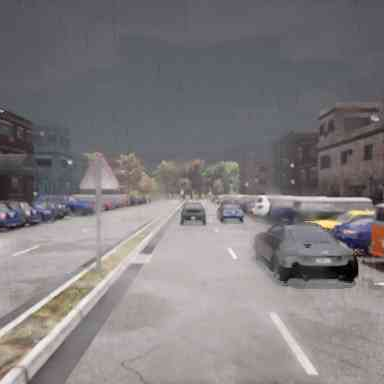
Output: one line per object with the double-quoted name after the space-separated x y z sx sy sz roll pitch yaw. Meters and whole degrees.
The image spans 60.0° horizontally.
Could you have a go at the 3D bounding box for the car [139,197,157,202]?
-12.519 2.146 94.194 4.792 1.488 2.163 0 0 0 "car"

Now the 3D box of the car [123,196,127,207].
-12.563 1.731 49.721 4.674 1.452 2.002 0 -1 0 "car"

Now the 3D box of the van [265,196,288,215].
7.747 1.322 23.426 4.442 1.987 1.878 0 0 0 "van"

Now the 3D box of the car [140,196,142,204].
-12.557 1.863 63.676 4.674 1.452 2.002 0 -1 0 "car"

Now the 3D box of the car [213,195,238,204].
7.639 1.703 75.812 5.566 2.045 2.435 0 -1 0 "car"

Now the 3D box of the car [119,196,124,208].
-12.537 1.699 47.067 4.792 1.488 2.163 0 0 0 "car"

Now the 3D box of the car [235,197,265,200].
7.619 1.618 37.211 4.892 1.521 2.231 0 0 0 "car"

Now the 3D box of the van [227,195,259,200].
7.505 1.446 45.360 4.442 1.987 1.878 0 0 0 "van"

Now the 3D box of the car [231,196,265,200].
7.810 1.632 39.967 5.366 1.575 1.946 0 0 0 "car"

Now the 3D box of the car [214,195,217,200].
7.620 1.867 67.537 5.008 1.535 2.097 0 -1 0 "car"

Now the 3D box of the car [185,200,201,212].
0.084 1.771 42.480 1.895 1.301 4.718 0 0 0 "car"

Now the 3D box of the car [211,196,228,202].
7.574 1.977 92.361 4.553 1.767 2.185 0 0 0 "car"

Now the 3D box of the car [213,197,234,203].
7.615 2.015 81.323 4.892 1.521 2.231 0 0 0 "car"

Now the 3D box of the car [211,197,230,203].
7.611 2.084 89.598 5.008 1.535 2.097 0 0 0 "car"

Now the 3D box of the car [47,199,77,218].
-12.569 1.543 27.616 4.892 1.521 2.231 0 0 0 "car"

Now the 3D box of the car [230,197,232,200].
7.621 1.693 42.725 4.674 1.452 2.002 0 0 0 "car"

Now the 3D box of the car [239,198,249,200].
7.656 1.631 34.453 4.792 1.488 2.163 0 0 0 "car"

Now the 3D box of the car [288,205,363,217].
7.449 1.516 15.154 5.366 1.575 1.946 0 0 0 "car"

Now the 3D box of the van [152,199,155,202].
-12.435 1.839 85.853 4.442 1.987 1.878 0 -1 0 "van"

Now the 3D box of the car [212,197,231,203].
7.604 2.102 86.842 4.674 1.452 2.002 0 0 0 "car"

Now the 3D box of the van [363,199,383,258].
7.753 1.278 9.640 4.442 1.987 1.878 0 0 0 "van"

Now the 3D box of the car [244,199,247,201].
7.630 1.626 31.697 4.674 1.452 2.002 0 0 0 "car"

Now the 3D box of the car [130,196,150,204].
-12.584 1.883 80.416 4.553 1.767 2.185 0 -1 0 "car"

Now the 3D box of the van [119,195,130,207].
-12.682 1.491 52.628 4.442 1.987 1.878 0 0 0 "van"

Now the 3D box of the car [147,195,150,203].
-12.586 1.663 72.082 5.566 2.045 2.435 0 -1 0 "car"

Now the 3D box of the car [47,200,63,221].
-12.573 1.569 24.837 4.674 1.452 2.002 0 0 0 "car"

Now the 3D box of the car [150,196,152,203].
-12.549 1.976 77.511 5.008 1.535 2.097 0 -1 0 "car"

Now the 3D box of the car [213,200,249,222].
3.089 1.633 27.536 2.033 1.411 5.357 0 0 0 "car"

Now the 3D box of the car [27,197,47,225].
-12.546 1.391 22.058 4.553 1.767 2.185 0 0 0 "car"

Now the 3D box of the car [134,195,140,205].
-12.591 1.517 58.186 5.566 2.045 2.435 0 -1 0 "car"

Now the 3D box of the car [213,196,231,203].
7.577 1.913 84.086 4.553 1.767 2.185 0 0 0 "car"

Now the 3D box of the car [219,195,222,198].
7.586 1.660 59.267 4.553 1.767 2.185 0 -1 0 "car"

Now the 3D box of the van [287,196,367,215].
7.750 1.301 17.913 4.442 1.987 1.878 0 0 0 "van"

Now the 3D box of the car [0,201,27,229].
-12.547 1.379 19.278 4.553 1.767 2.185 0 0 0 "car"

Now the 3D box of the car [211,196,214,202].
7.427 1.922 73.052 5.366 1.575 1.946 0 -1 0 "car"

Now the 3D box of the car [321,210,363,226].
7.633 1.551 12.396 4.674 1.452 2.002 0 0 0 "car"

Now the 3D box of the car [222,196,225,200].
7.614 1.716 50.995 4.892 1.521 2.231 0 0 0 "car"

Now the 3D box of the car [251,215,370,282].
3.097 1.588 9.849 1.994 1.385 4.181 0 0 0 "car"

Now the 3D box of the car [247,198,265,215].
7.634 1.572 28.939 5.008 1.535 2.097 0 0 0 "car"

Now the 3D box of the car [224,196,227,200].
7.615 1.694 48.239 4.892 1.521 2.231 0 0 0 "car"

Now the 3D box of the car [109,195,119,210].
-12.541 1.376 41.510 5.566 2.045 2.435 0 0 0 "car"

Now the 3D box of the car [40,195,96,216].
-12.544 1.321 33.175 5.566 2.045 2.435 0 0 0 "car"

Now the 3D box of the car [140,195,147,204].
-12.531 1.601 66.397 5.566 2.045 2.435 0 -1 0 "car"

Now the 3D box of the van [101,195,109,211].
-12.454 1.383 38.733 4.442 1.987 1.878 0 0 0 "van"

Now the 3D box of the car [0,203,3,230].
-12.585 1.496 16.499 4.892 1.521 2.231 0 0 0 "car"

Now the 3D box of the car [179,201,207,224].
0.091 1.582 25.569 1.837 1.490 4.892 0 0 0 "car"

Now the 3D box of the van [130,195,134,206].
-12.447 1.515 55.405 4.442 1.987 1.878 0 0 0 "van"

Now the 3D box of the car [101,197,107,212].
-12.386 1.587 35.952 5.366 1.575 1.946 0 0 0 "car"

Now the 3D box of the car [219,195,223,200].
7.612 1.762 56.510 4.892 1.521 2.231 0 -1 0 "car"

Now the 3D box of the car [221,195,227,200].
7.613 1.738 53.752 4.892 1.521 2.231 0 -1 0 "car"
